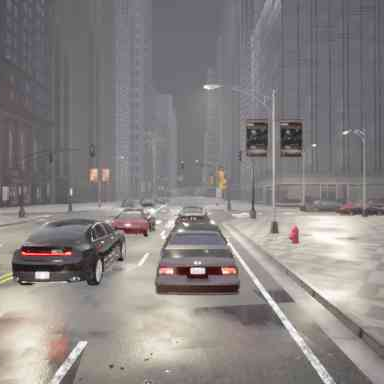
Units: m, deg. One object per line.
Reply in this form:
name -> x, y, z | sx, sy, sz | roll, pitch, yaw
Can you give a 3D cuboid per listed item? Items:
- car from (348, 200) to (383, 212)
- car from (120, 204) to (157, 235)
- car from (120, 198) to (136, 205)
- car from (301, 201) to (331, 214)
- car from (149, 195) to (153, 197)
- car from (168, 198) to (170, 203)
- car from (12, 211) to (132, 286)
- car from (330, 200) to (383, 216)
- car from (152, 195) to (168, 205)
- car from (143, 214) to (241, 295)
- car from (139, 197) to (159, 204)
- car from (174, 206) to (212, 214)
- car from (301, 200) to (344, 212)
car -> 20.832, 1.642, 38.930 | 4.313, 1.339, 1.947 | 0, 0, -1
car -> -3.147, 1.601, 18.338 | 1.994, 1.385, 4.181 | 0, 0, 0
car -> -9.831, 1.739, 51.654 | 1.837, 1.490, 4.892 | 0, 0, 0
car -> 14.036, 1.630, 36.067 | 4.181, 1.385, 1.994 | 0, -1, -1
car -> -9.737, 1.866, 68.931 | 1.837, 1.490, 4.892 | 0, 0, 0
car -> -6.484, 2.001, 81.636 | 2.033, 1.411, 5.357 | 0, 0, 0
car -> -3.149, 1.516, 9.437 | 1.837, 1.490, 4.892 | 0, 0, 0
car -> 15.321, 1.576, 30.320 | 4.206, 1.307, 1.802 | 0, 0, -1
car -> -6.504, 1.910, 67.081 | 1.994, 1.385, 4.181 | 0, 0, 0
car -> 0.108, 1.557, 8.853 | 2.033, 1.411, 5.357 | 0, 0, 0
car -> -6.583, 1.831, 51.114 | 1.895, 1.301, 4.718 | 0, 0, 0
car -> 0.050, 1.543, 18.592 | 1.837, 1.490, 4.892 | 0, 0, 1
car -> 15.192, 1.661, 38.843 | 4.313, 1.339, 1.947 | 0, 0, -1
